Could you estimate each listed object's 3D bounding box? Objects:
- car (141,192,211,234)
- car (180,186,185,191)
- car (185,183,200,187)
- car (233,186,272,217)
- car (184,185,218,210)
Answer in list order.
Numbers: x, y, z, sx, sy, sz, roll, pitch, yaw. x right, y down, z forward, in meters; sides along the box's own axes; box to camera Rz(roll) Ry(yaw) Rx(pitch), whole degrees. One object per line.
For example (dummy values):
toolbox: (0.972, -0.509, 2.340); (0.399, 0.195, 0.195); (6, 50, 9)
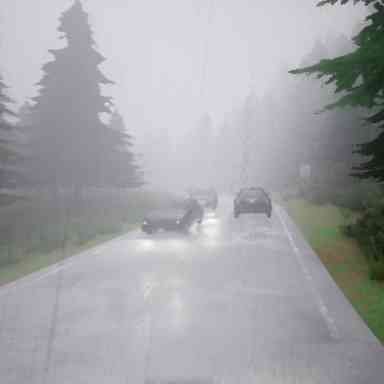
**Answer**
car: (-0.689, 1.006, 15.725); (2.033, 1.411, 5.357); (-2, 2, 12)
car: (0.058, -0.484, 47.801); (1.882, 1.535, 5.008); (0, 2, -31)
car: (0.923, -0.022, 35.739); (1.882, 1.535, 5.008); (-1, 3, -10)
car: (3.658, 0.452, 20.229); (2.097, 1.767, 4.553); (-2, 2, 10)
car: (0.990, 0.479, 25.490); (2.128, 1.511, 4.902); (-2, 3, 7)
